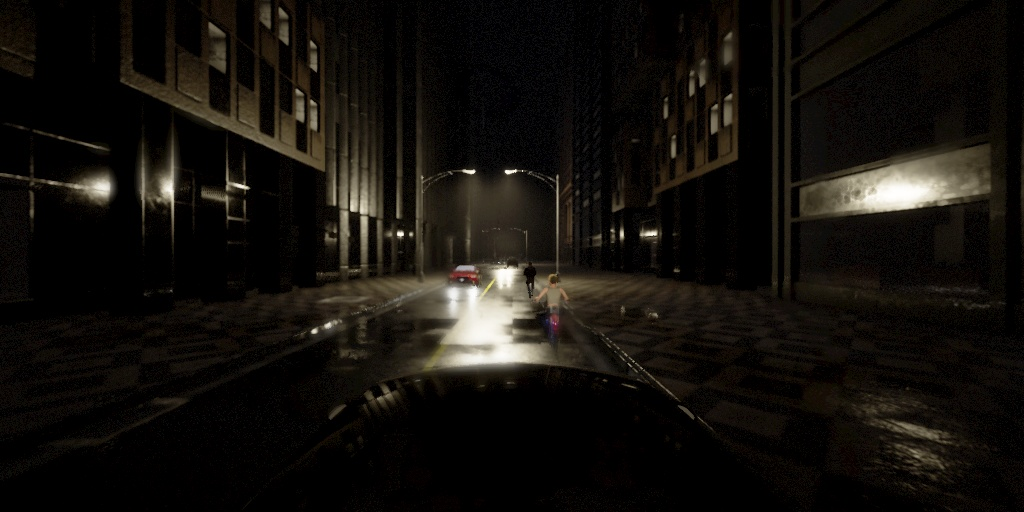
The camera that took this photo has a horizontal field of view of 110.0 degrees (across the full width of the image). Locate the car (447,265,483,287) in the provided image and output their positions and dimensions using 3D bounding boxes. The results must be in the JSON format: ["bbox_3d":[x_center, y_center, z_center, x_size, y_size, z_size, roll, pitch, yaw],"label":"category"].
[{"bbox_3d":[-3.096,1.306,24.311,1.994,1.385,4.181,0,0,0],"label":"car"}]

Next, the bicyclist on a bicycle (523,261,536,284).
[{"bbox_3d":[0.829,1.116,16.481,0.659,1.776,1.843,0,0,0],"label":"bicyclist on a bicycle"}]

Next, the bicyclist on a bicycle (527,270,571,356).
[{"bbox_3d":[0.858,1.185,7.647,0.866,1.612,1.509,0,0,0],"label":"bicyclist on a bicycle"}]

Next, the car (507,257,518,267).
[{"bbox_3d":[0.109,1.188,63.740,1.882,1.535,5.008,0,-1,0],"label":"car"}]
